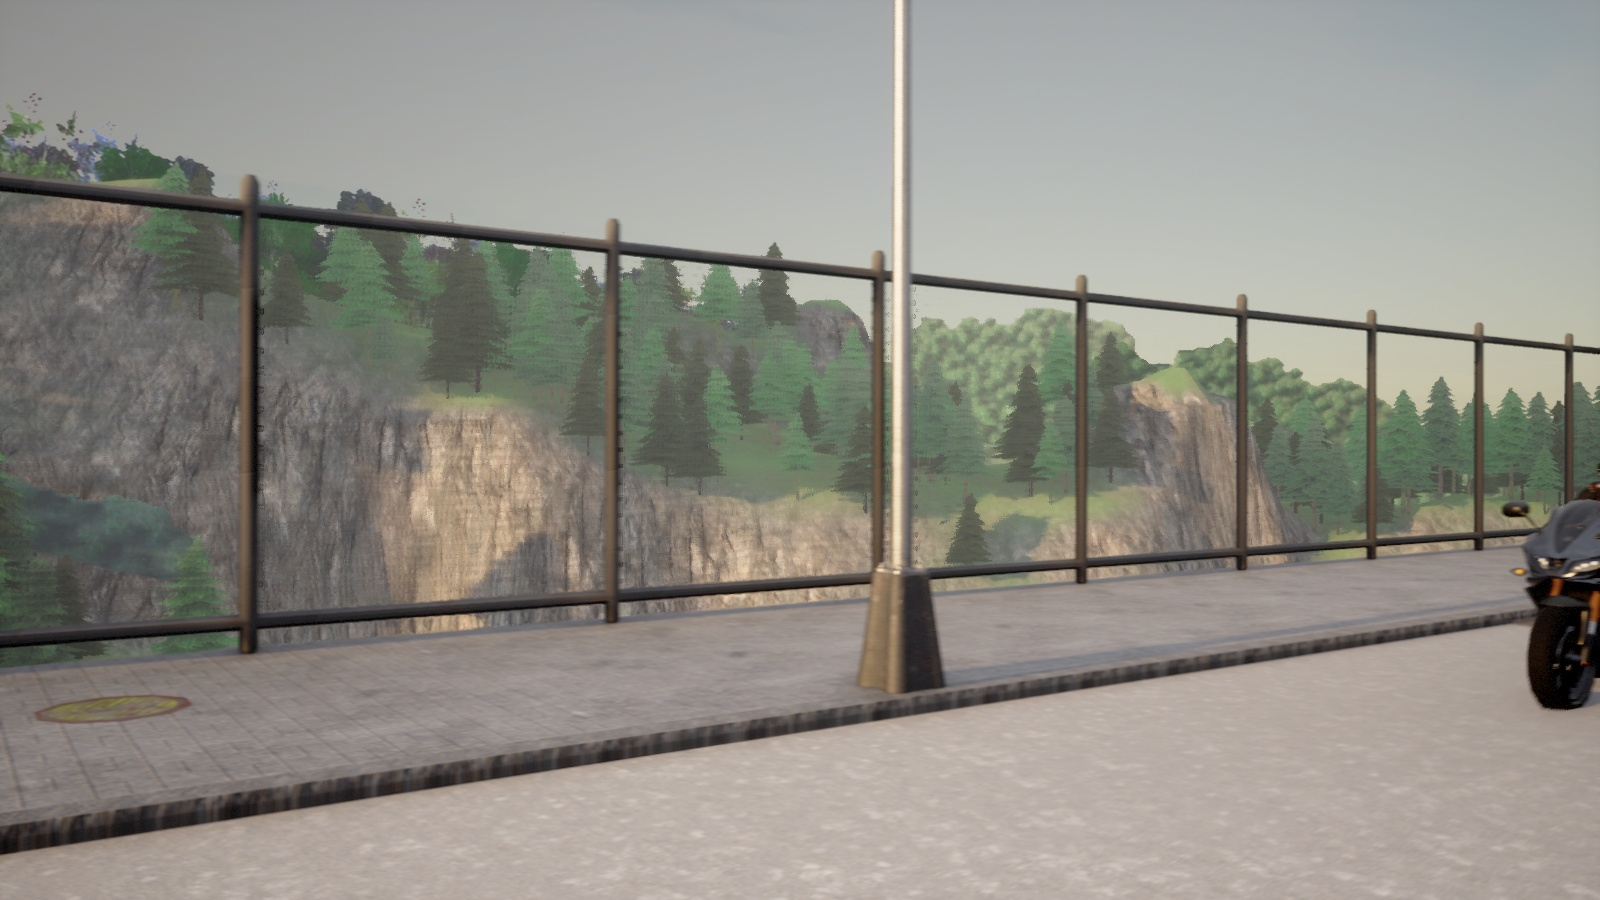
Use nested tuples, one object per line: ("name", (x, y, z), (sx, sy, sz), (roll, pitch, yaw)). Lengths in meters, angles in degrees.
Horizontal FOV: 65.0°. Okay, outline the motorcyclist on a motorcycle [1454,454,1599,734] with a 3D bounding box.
("motorcyclist on a motorcycle", (5.070, 0.788, 7.797), (2.191, 1.530, 0.866), (0, 0, -35))
